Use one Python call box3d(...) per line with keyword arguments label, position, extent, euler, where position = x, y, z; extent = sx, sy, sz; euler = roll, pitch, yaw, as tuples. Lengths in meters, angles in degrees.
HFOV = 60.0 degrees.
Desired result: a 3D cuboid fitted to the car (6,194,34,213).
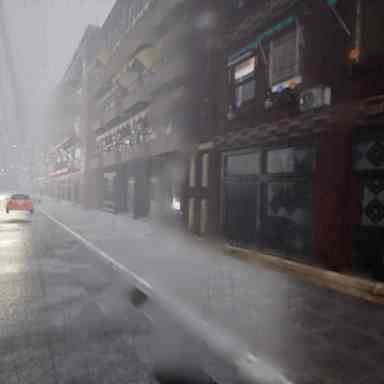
box3d(label="car", position=(-15.611, 0.933, 30.178), extent=(2.097, 1.767, 4.553), euler=(2, 0, -29))
